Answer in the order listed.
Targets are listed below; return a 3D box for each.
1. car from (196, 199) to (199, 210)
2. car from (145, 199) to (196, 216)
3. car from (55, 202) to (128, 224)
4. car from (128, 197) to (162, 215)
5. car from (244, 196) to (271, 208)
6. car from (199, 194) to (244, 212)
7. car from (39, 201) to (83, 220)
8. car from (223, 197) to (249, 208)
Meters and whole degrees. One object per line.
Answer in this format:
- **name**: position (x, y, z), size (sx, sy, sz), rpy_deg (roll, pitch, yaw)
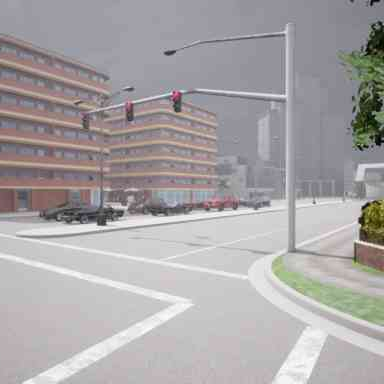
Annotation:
- **car**: position (0.681, 1.601, 41.872), size (1.895, 1.301, 4.718), rpy_deg (0, 0, 36)
- **car**: position (-1.964, 1.599, 32.306), size (1.895, 1.301, 4.718), rpy_deg (0, 0, 36)
- **car**: position (-7.376, 1.601, 24.910), size (1.895, 1.301, 4.718), rpy_deg (0, 0, 33)
- **car**: position (-4.574, 1.352, 34.656), size (2.097, 1.767, 4.553), rpy_deg (0, 0, 35)
- **car**: position (9.667, 1.352, 48.214), size (2.097, 1.767, 4.553), rpy_deg (0, 0, 36)
- **car**: position (3.613, 1.221, 39.950), size (2.150, 2.045, 5.566), rpy_deg (0, 0, 36)
- **car**: position (-9.979, 1.505, 27.245), size (1.837, 1.490, 4.892), rpy_deg (0, 0, 36)
- **car**: position (6.734, 1.526, 50.131), size (1.812, 1.442, 4.674), rpy_deg (0, 0, 36)
